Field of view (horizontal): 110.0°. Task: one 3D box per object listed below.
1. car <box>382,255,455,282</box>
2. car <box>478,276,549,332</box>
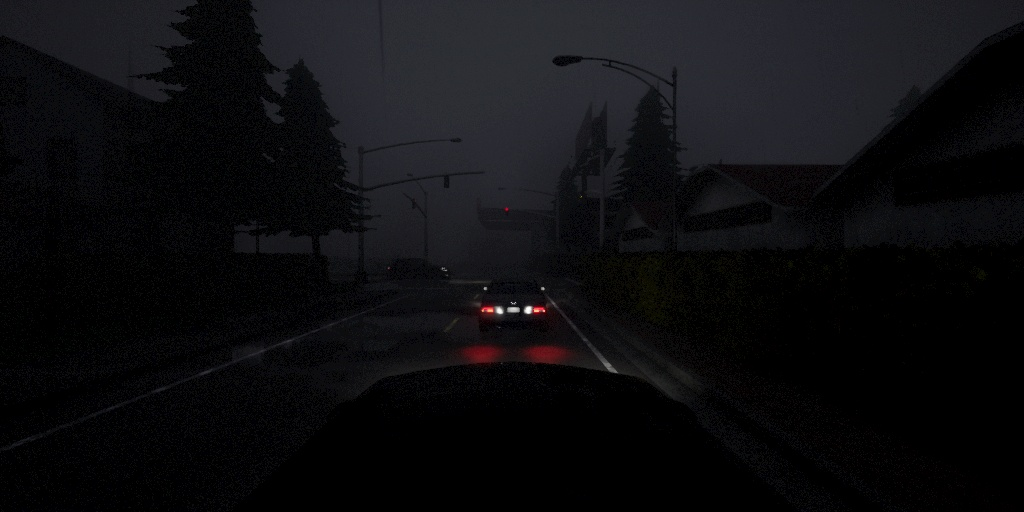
[{"bbox_3d":[-6.685,0.930,26.327,4.553,1.767,2.097,1,0,0],"label":"car"},{"bbox_3d":[0.058,1.297,10.837,2.033,1.411,5.357,0,0,1],"label":"car"}]
